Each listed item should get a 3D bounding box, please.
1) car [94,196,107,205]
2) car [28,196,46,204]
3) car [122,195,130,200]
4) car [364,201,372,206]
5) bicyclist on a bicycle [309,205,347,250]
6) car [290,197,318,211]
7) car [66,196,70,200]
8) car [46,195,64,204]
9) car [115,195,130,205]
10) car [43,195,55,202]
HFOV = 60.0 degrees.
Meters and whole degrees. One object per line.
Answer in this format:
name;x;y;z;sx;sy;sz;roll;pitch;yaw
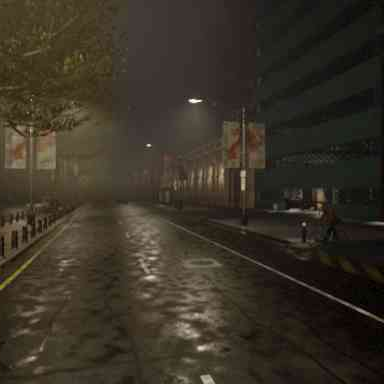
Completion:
car;-15.983;1.473;58.063;1.837;1.490;4.892;0;0;-15
car;-28.883;1.467;61.357;1.837;1.490;4.892;0;0;-15
car;-18.375;1.544;92.758;1.895;1.301;4.718;0;0;-15
car;23.954;1.441;41.553;1.895;1.301;4.718;0;0;-15
bicyclist on a bicycle;4.971;1.294;12.124;1.656;1.620;0.582;0;0;-15
car;12.642;1.392;38.945;2.161;1.482;4.786;0;0;-15
car;-29.580;1.509;77.561;1.994;1.385;4.181;0;0;-15
car;-25.508;1.468;62.272;1.837;1.490;4.892;0;0;-14
car;-12.328;1.445;57.943;1.882;1.535;5.008;0;0;-15
car;-32.960;1.435;76.651;1.882;1.535;5.008;0;0;-15
